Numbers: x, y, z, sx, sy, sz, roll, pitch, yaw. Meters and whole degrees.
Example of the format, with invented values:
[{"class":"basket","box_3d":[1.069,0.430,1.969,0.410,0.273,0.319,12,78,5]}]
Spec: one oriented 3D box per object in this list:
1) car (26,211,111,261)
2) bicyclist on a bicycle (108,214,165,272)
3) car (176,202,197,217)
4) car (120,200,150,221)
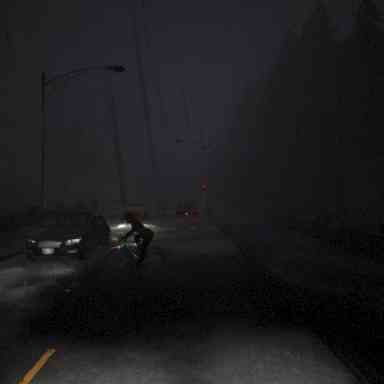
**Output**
[{"class":"car","box_3d":[-4.322,1.491,12.332,2.128,1.511,4.902,0,0,-1]},{"class":"bicyclist on a bicycle","box_3d":[-1.593,1.451,9.435,1.656,1.620,0.582,-2,0,-1]},{"class":"car","box_3d":[-0.500,1.601,30.971,1.895,1.301,4.718,0,0,-1]},{"class":"car","box_3d":[-4.605,1.477,27.371,1.882,1.535,5.008,0,0,-1]}]
